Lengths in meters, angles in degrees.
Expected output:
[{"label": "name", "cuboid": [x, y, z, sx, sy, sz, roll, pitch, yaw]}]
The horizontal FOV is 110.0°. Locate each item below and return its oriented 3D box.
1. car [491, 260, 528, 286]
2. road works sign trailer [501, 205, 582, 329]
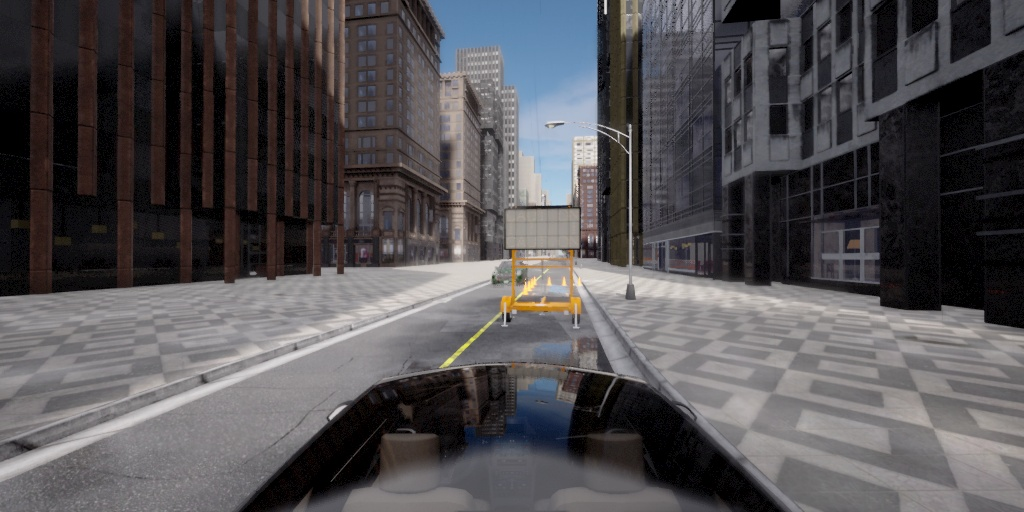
[{"label": "car", "cuboid": [-0.076, 1.086, 25.309, 2.097, 1.767, 4.553, 0, 0, 8]}, {"label": "road works sign trailer", "cuboid": [0.976, 0.211, 11.411, 2.380, 3.560, 2.880, 0, 0, 8]}]
